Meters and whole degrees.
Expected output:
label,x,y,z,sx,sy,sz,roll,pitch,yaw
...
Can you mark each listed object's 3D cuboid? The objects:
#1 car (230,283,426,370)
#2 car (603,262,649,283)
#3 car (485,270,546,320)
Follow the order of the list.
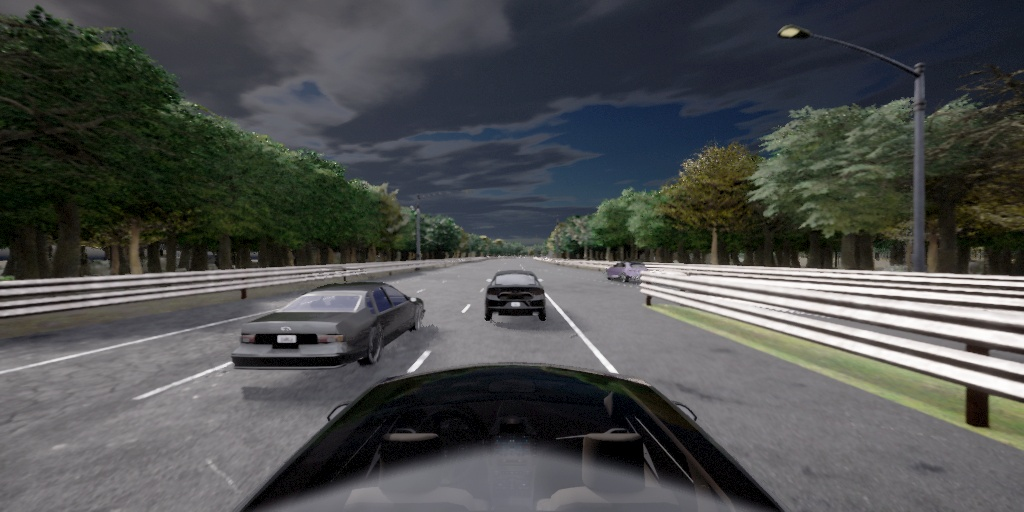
label,x,y,z,sx,sy,sz,roll,pitch,yaw
car,-3.396,1.299,7.914,2.033,1.411,5.357,0,0,0
car,9.055,1.253,28.643,2.033,1.649,4.856,0,0,-11
car,0.105,1.230,12.724,1.882,1.535,5.008,0,0,0
